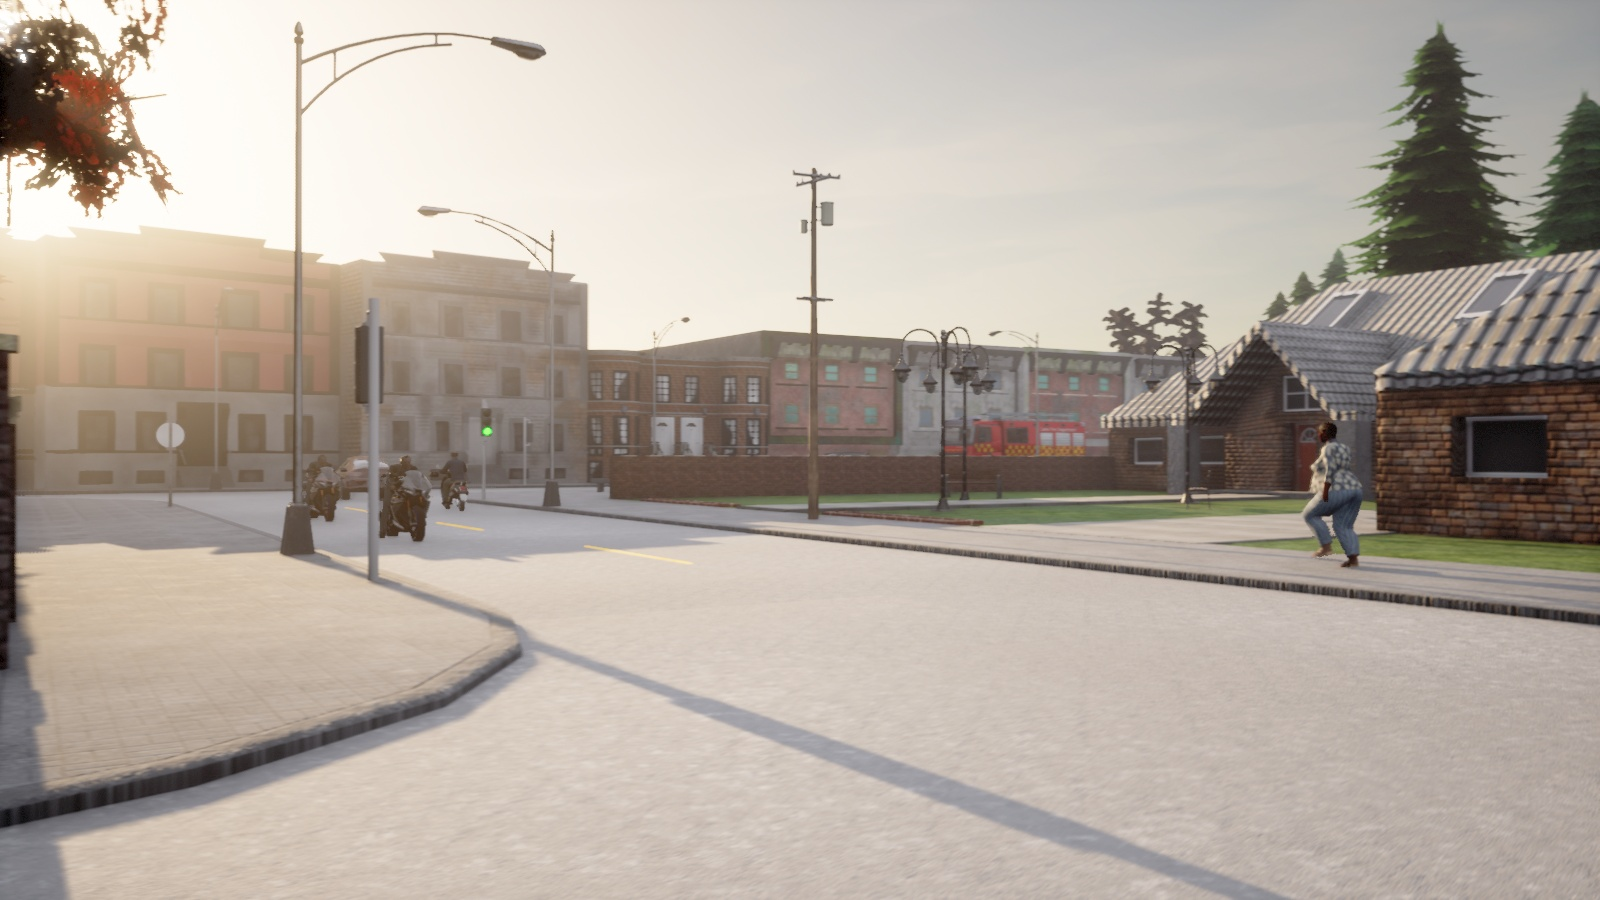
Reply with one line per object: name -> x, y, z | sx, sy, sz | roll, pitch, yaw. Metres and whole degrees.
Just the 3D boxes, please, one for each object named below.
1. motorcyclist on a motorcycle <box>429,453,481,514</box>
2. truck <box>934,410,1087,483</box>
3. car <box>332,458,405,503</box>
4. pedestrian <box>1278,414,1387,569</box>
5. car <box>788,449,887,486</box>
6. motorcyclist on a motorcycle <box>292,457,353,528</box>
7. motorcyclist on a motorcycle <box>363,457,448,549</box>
motorcyclist on a motorcycle -> -9.214, 0.870, 33.521 | 0.866, 1.590, 1.817 | 0, 0, -32
truck -> 11.651, -0.169, 69.182 | 8.468, 3.827, 2.891 | 0, 0, -32
car -> -14.908, 1.003, 43.241 | 1.812, 1.442, 4.674 | 0, 0, -26
pedestrian -> 6.613, 0.494, 15.607 | 0.874, 1.855, 0.900 | 0, 0, -32
car -> 1.896, 0.862, 63.159 | 4.553, 1.767, 2.097 | 0, 0, -32
motorcyclist on a motorcycle -> -10.866, 0.937, 28.553 | 0.866, 1.530, 2.191 | 0, 0, -33
motorcyclist on a motorcycle -> -7.019, 0.898, 22.278 | 0.866, 1.530, 2.191 | 0, 0, -33
